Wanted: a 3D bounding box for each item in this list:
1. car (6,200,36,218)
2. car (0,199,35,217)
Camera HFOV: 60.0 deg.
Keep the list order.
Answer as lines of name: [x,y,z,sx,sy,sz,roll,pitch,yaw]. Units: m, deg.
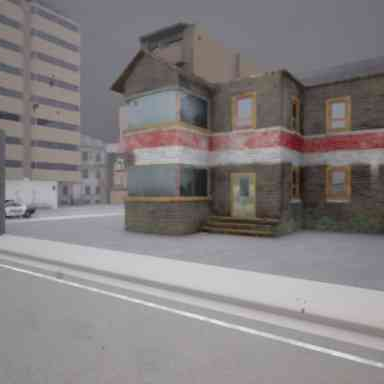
car: [-14.922,1.409,26.418,2.038,1.542,4.974,0,0,15]
car: [-14.909,1.251,26.468,1.853,1.218,4.536,0,0,15]
